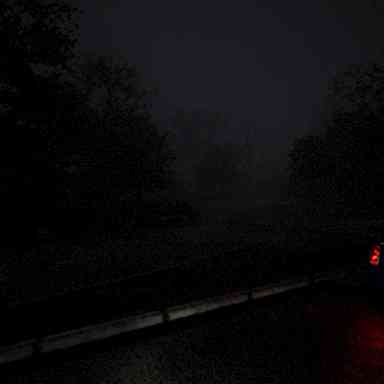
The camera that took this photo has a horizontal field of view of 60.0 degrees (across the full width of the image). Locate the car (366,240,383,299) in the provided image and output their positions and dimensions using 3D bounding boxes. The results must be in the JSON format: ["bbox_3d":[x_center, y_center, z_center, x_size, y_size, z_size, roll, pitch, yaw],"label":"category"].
[{"bbox_3d":[5.775,1.285,7.017,4.553,1.767,2.097,-1,1,-32],"label":"car"}]

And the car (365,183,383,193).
[{"bbox_3d":[29.849,-0.698,51.955,5.008,1.535,1.882,-2,1,16],"label":"car"}]
